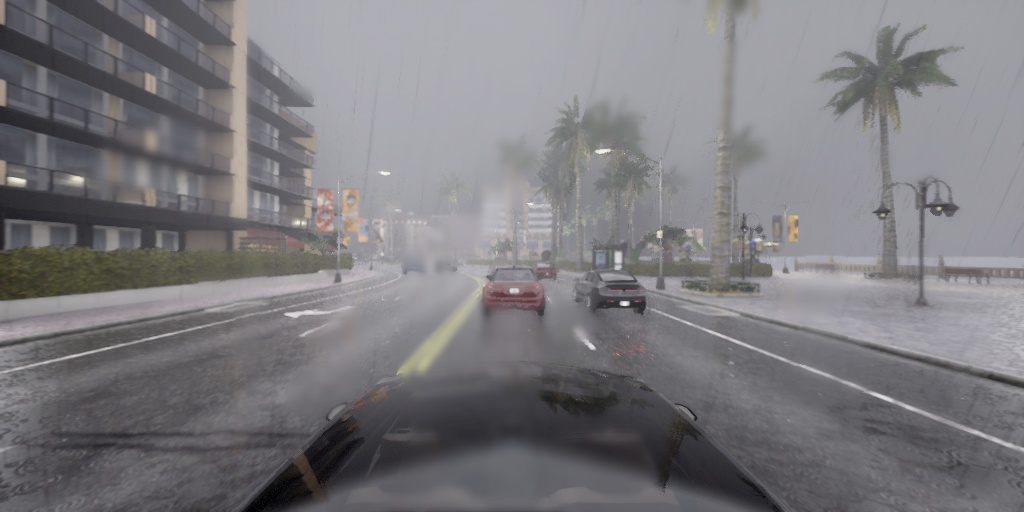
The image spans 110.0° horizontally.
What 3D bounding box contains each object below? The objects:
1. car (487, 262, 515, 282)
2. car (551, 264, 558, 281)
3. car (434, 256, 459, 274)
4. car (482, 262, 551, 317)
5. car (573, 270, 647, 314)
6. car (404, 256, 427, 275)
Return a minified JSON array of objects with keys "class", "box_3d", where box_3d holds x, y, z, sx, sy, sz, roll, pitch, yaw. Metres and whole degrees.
[{"class":"car","box_3d":[-0.995,1.295,29.858,1.812,1.442,4.674,0,0,-9]},{"class":"car","box_3d":[2.447,1.248,30.414,1.882,1.535,5.008,0,0,-8]},{"class":"car","box_3d":[-7.689,1.000,41.613,2.150,2.045,5.566,0,0,-20]},{"class":"car","box_3d":[0.084,1.111,13.429,2.097,1.767,4.553,0,0,0]},{"class":"car","box_3d":[3.584,1.263,13.801,1.837,1.490,4.892,0,0,0]},{"class":"car","box_3d":[-10.618,1.000,39.368,2.150,2.045,5.566,0,0,-19]}]
